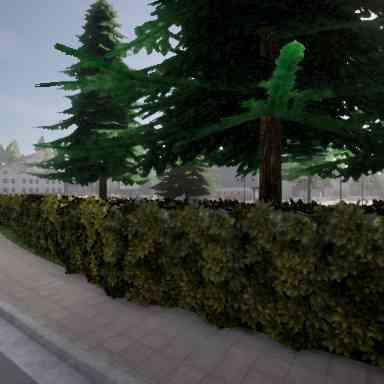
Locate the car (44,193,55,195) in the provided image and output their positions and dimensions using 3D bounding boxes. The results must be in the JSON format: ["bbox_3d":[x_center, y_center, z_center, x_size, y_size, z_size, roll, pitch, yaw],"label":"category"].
[{"bbox_3d":[-29.650,1.298,72.179,4.514,1.523,2.007,0,0,-36],"label":"car"}]

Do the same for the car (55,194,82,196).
[{"bbox_3d":[-23.862,1.320,64.033,3.633,1.501,1.845,0,0,-36],"label":"car"}]

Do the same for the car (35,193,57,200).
[{"bbox_3d":[-36.329,1.097,82.718,4.605,1.855,1.932,0,0,-36],"label":"car"}]

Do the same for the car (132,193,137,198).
[{"bbox_3d":[-10.889,1.097,77.775,4.605,1.855,1.932,0,0,-36],"label":"car"}]

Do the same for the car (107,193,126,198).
[{"bbox_3d":[-20.372,1.154,90.295,5.027,1.636,2.152,0,0,-36],"label":"car"}]

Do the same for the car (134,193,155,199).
[{"bbox_3d":[-7.941,1.384,60.690,3.806,1.475,1.970,0,0,-36],"label":"car"}]
